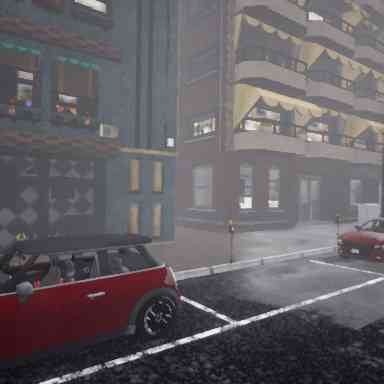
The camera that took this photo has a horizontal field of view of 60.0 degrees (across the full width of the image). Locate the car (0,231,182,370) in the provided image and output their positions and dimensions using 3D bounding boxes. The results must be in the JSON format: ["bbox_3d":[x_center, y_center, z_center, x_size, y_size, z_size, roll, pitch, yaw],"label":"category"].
[{"bbox_3d":[-2.240,1.439,4.943,4.097,1.590,1.967,0,1,-35],"label":"car"}]

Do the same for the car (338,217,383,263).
[{"bbox_3d":[6.781,1.547,11.379,4.507,1.381,1.887,0,1,-35],"label":"car"}]
